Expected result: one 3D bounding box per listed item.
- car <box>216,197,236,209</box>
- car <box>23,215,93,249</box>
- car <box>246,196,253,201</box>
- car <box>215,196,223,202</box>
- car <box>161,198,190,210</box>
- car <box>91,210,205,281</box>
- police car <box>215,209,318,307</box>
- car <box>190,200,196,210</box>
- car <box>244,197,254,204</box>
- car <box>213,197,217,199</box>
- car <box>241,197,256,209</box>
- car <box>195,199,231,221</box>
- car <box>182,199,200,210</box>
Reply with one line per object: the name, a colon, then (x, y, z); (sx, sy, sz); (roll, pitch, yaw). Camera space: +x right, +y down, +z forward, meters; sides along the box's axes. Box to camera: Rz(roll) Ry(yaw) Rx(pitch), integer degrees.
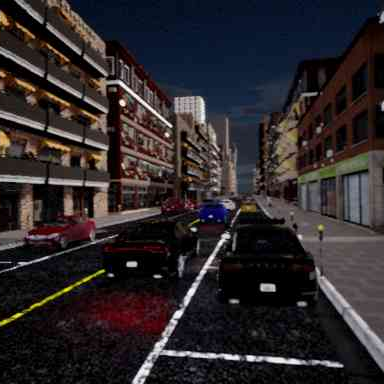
car: (4.374, 1.688, 41.665); (1.812, 1.442, 4.674); (-1, 0, 10)
car: (-5.947, 1.764, 15.531); (1.802, 1.307, 4.206); (-1, 0, 10)
car: (15.865, 1.776, 91.997); (1.752, 1.417, 4.829); (-1, 0, 10)
car: (7.580, 1.940, 93.270); (2.008, 1.369, 4.403); (-1, 0, 10)
car: (-2.085, 1.559, 37.744); (2.192, 1.841, 5.009); (-1, 0, 10)
car: (-0.979, 1.551, 10.253); (1.882, 1.535, 5.008); (-1, 0, 10)
police car: (1.738, 1.444, 8.253); (1.930, 1.638, 5.238); (-1, 0, 10)
car: (-1.118, 1.699, 43.295); (1.967, 1.590, 4.097); (-1, 0, 10)
car: (11.970, 1.744, 69.618); (2.008, 1.369, 4.403); (-1, 0, 10)
car: (2.303, 1.752, 47.333); (1.812, 1.442, 4.674); (-1, -1, 10)
car: (6.201, 1.630, 36.470); (1.752, 1.417, 4.829); (-1, 0, 10)
car: (1.756, 1.596, 26.045); (1.882, 1.535, 5.008); (-1, 0, 10)
car: (-0.150, 1.818, 48.848); (1.887, 1.381, 4.507); (-1, 0, 10)
